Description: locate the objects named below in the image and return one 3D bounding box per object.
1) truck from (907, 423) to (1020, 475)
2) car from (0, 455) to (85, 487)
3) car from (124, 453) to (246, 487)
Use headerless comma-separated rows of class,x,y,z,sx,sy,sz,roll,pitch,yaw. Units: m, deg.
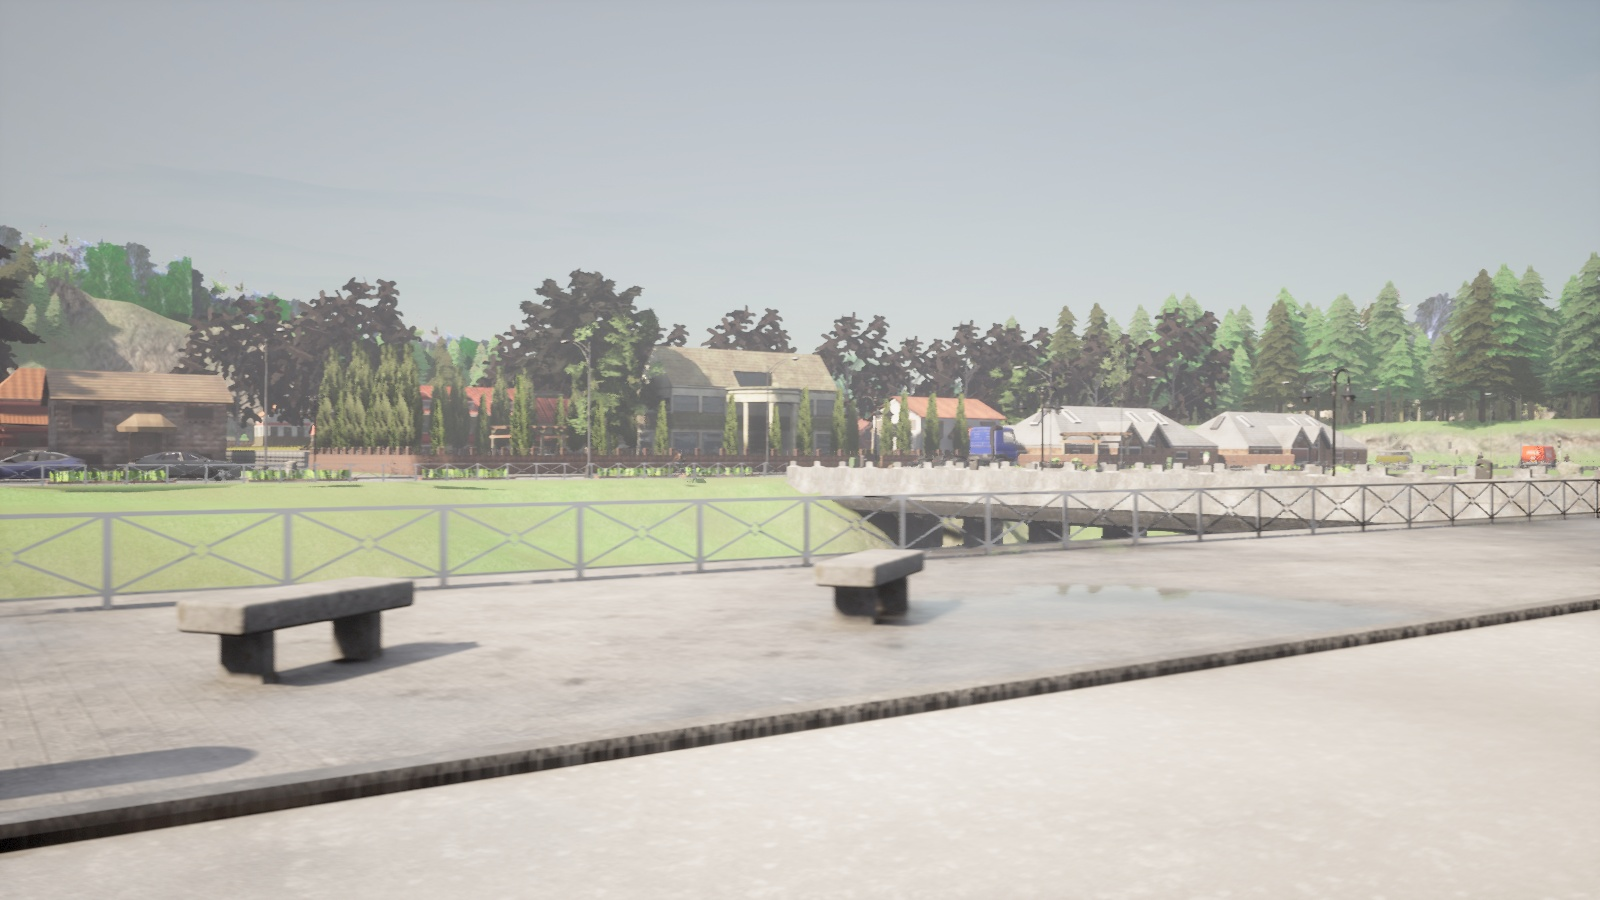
truck,11.426,-0.047,87.379,7.936,3.462,2.891,0,0,-35
car,-36.420,0.966,58.961,4.792,1.488,2.163,0,0,-35
car,-29.002,0.908,59.249,4.902,1.511,2.128,0,0,-35
